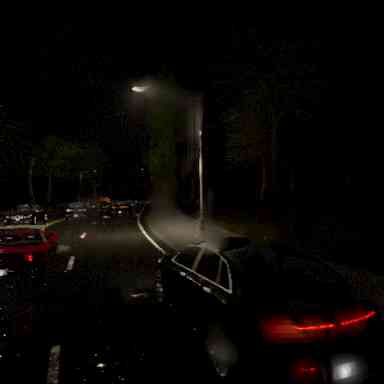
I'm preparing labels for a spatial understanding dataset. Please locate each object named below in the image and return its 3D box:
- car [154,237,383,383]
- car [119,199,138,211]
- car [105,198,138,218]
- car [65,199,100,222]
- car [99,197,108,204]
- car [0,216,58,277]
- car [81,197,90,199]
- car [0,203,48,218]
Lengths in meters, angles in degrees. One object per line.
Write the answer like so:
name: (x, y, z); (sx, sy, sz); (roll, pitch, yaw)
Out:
car: (0.685, 1.513, 5.550); (1.837, 1.490, 4.892); (0, 0, -20)
car: (-8.011, 1.635, 42.373); (1.994, 1.385, 4.181); (-1, 0, -7)
car: (-6.585, 1.547, 31.431); (2.128, 1.511, 4.902); (-1, 0, -7)
car: (-9.226, 1.594, 27.631); (2.128, 1.511, 4.902); (-1, 0, -9)
car: (-17.317, 1.701, 65.157); (1.882, 1.535, 5.008); (-1, 0, -7)
car: (-5.259, 1.670, 10.175); (1.895, 1.301, 4.718); (-1, 0, -17)
car: (-20.399, 1.777, 63.539); (1.837, 1.490, 4.892); (-1, 0, -6)
car: (-12.330, 1.655, 25.096); (1.837, 1.490, 4.892); (-1, 0, -10)
